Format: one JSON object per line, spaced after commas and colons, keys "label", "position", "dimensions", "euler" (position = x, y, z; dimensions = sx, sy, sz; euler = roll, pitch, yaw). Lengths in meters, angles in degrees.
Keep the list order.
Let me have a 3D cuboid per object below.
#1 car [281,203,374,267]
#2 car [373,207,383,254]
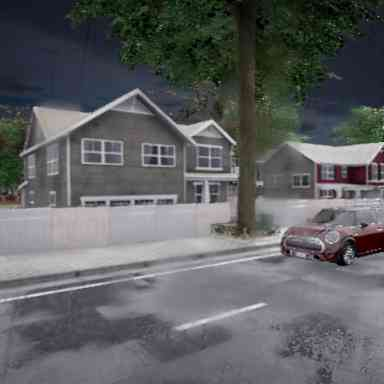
{"label": "car", "position": [5.125, 1.302, 11.362], "dimensions": [4.553, 1.767, 2.097], "euler": [0, 0, -36]}
{"label": "car", "position": [7.028, 1.314, 8.727], "dimensions": [4.553, 1.767, 2.097], "euler": [0, 0, -36]}
